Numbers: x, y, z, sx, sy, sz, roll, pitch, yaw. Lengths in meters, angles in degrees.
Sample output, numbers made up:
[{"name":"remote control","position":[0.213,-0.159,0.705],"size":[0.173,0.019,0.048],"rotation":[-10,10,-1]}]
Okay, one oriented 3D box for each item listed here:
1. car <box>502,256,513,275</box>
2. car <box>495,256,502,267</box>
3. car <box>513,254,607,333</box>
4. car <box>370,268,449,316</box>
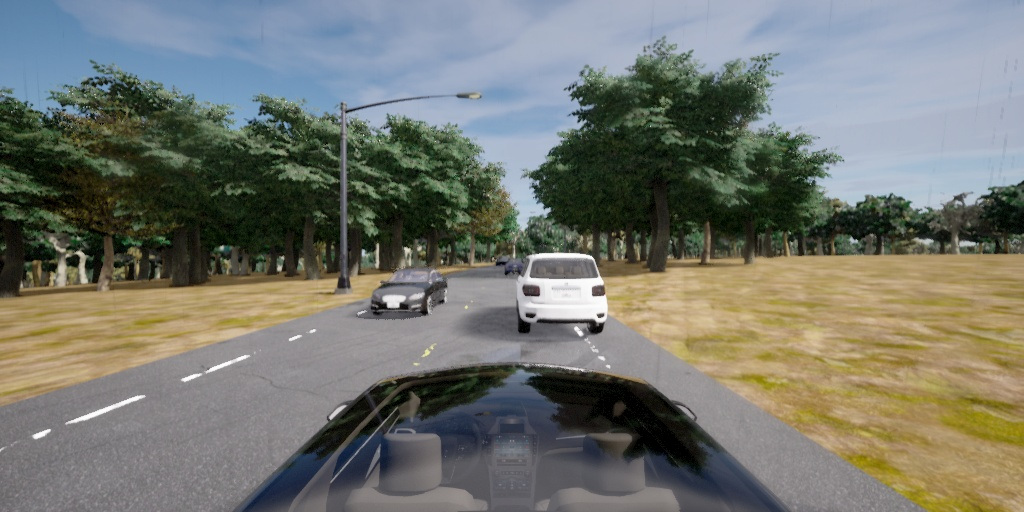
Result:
[{"name":"car","position":[0.455,0.971,36.756],"size":[2.097,1.767,4.553],"rotation":[0,0,3]},{"name":"car","position":[-1.339,0.826,57.197],"size":[2.097,1.767,4.553],"rotation":[0,1,8]},{"name":"car","position":[1.224,0.954,10.766],"size":[2.150,2.045,5.566],"rotation":[0,0,0]},{"name":"car","position":[-3.595,1.216,13.309],"size":[2.128,1.511,4.902],"rotation":[0,0,0]}]
